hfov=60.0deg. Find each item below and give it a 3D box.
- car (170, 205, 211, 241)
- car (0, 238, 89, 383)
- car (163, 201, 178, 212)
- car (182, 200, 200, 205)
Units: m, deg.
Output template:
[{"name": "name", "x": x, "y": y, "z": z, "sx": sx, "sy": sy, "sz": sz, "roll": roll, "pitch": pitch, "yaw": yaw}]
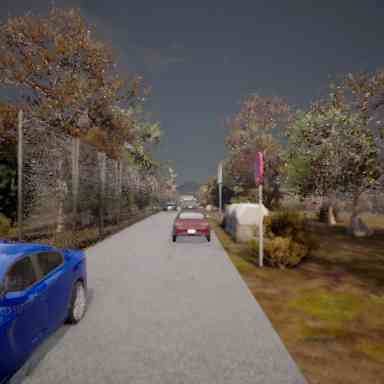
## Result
[{"name": "car", "x": -0.029, "y": 1.611, "z": 17.155, "sx": 1.812, "sy": 1.442, "sz": 4.674, "roll": 0, "pitch": -1, "yaw": -1}, {"name": "car", "x": -2.873, "y": 1.487, "z": 4.303, "sx": 1.882, "sy": 1.535, "sz": 5.008, "roll": 0, "pitch": 0, "yaw": 0}, {"name": "car", "x": -3.100, "y": 2.121, "z": 48.670, "sx": 2.128, "sy": 1.511, "sz": 4.902, "roll": 0, "pitch": -2, "yaw": 0}, {"name": "car", "x": -0.141, "y": 1.764, "z": 39.270, "sx": 2.097, "sy": 1.767, "sz": 4.553, "roll": 0, "pitch": -1, "yaw": 0}]
